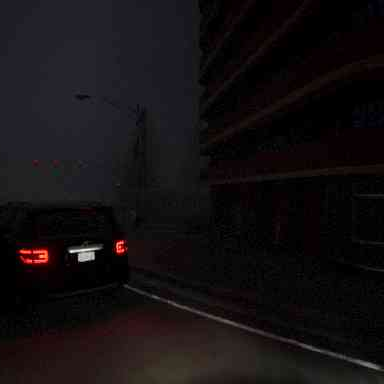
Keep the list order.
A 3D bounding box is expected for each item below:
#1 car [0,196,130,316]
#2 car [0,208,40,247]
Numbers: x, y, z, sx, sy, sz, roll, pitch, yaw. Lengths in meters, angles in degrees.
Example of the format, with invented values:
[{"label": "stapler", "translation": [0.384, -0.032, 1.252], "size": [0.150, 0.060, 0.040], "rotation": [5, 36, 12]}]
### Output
[{"label": "car", "translation": [-3.554, 1.221, 7.879], "size": [2.150, 2.045, 5.566], "rotation": [0, 0, -40]}, {"label": "car", "translation": [-8.425, 1.564, 15.847], "size": [1.994, 1.385, 4.181], "rotation": [0, 0, -26]}]
